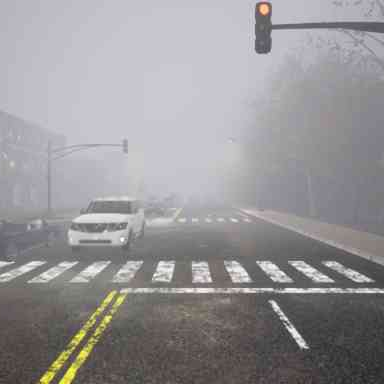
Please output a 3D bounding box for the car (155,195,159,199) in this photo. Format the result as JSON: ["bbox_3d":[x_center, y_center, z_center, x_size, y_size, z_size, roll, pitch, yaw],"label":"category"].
[{"bbox_3d":[-6.524,1.331,57.188,2.097,1.767,4.553,0,0,0],"label":"car"}]

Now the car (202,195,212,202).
[{"bbox_3d":[3.324,1.509,74.730,2.033,1.411,5.357,0,0,0],"label":"car"}]

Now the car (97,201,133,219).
[{"bbox_3d":[-6.797,1.555,29.722,1.994,1.385,4.181,0,0,4],"label":"car"}]

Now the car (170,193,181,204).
[{"bbox_3d":[-3.247,1.199,62.281,2.150,2.045,5.566,0,0,1],"label":"car"}]

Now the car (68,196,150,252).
[{"bbox_3d":[-3.337,1.219,14.198,2.150,2.045,5.566,0,0,0],"label":"car"}]

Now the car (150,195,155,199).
[{"bbox_3d":[-6.553,1.478,44.075,2.128,1.511,4.902,0,0,0],"label":"car"}]

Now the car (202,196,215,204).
[{"bbox_3d":[3.414,1.576,64.712,1.895,1.301,4.718,0,0,0],"label":"car"}]

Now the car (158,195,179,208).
[{"bbox_3d":[-3.299,1.489,47.320,1.837,1.490,4.892,0,0,0],"label":"car"}]

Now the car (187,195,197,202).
[{"bbox_3d":[0.076,1.494,74.654,2.128,1.511,4.902,0,0,0],"label":"car"}]

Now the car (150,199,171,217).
[{"bbox_3d":[-3.319,1.591,31.195,1.895,1.301,4.718,0,0,0],"label":"car"}]

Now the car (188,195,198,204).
[{"bbox_3d":[0.159,1.576,63.738,1.895,1.301,4.718,0,0,0],"label":"car"}]

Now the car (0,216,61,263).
[{"bbox_3d":[-6.589,1.599,12.117,1.895,1.301,4.718,0,0,0],"label":"car"}]
